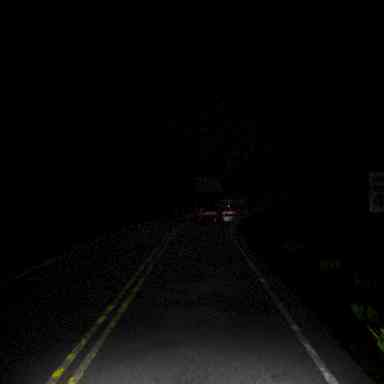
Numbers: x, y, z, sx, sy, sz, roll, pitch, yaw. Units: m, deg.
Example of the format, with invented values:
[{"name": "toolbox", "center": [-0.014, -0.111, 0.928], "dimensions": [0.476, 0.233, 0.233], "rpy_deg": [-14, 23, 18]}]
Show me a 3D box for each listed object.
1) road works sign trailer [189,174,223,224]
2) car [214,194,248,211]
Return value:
[{"name": "road works sign trailer", "center": [1.239, 0.467, 24.948], "dimensions": [2.380, 3.560, 2.880], "rpy_deg": [0, 0, 20]}, {"name": "car", "center": [4.862, 1.262, 40.684], "dimensions": [2.150, 2.045, 5.566], "rpy_deg": [-3, -1, 34]}]
